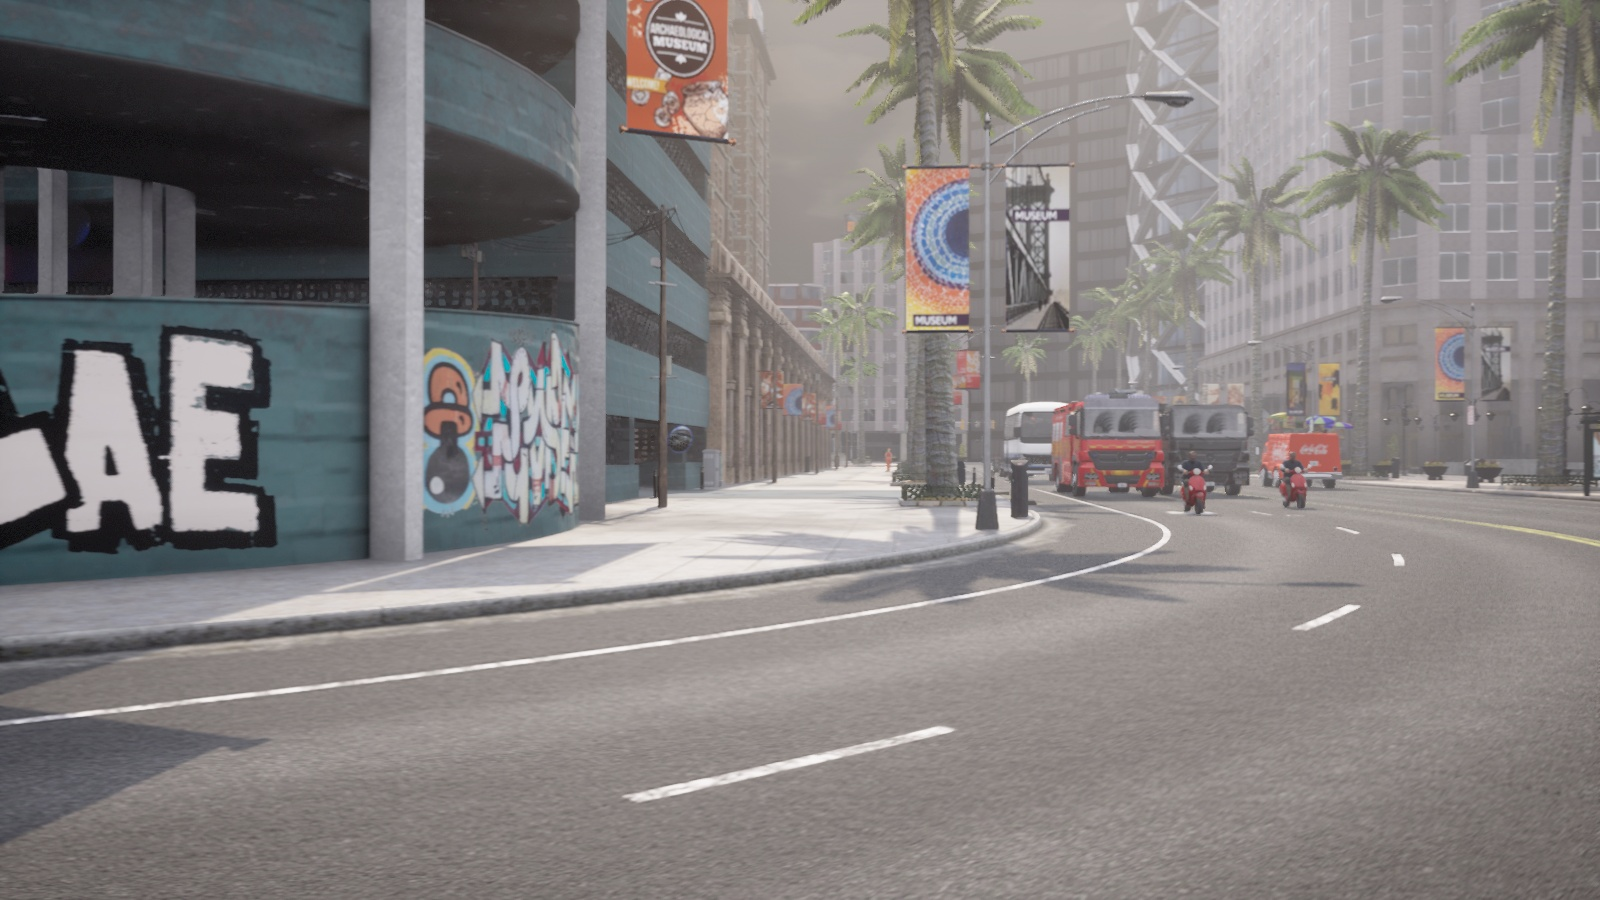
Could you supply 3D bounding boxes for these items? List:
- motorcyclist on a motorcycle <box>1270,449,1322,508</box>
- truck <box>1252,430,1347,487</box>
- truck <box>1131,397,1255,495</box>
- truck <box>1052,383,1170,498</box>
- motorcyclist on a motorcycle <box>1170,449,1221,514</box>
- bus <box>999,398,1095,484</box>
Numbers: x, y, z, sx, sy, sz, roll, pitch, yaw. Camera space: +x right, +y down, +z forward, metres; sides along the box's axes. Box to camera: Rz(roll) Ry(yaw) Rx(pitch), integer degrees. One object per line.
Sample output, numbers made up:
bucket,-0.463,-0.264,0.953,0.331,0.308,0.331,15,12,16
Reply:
motorcyclist on a motorcycle,13.770,0.777,34.898,0.866,1.590,1.817,0,0,5
truck,22.741,0.388,57.402,2.627,2.467,5.204,0,0,5
truck,14.931,-0.116,48.357,2.891,3.462,7.936,0,0,5
truck,11.230,-0.296,46.180,2.891,3.827,8.468,0,0,5
motorcyclist on a motorcycle,9.963,0.777,31.712,0.866,1.590,1.817,0,0,5
bus,13.075,-0.442,67.531,3.944,4.253,10.273,0,0,5
